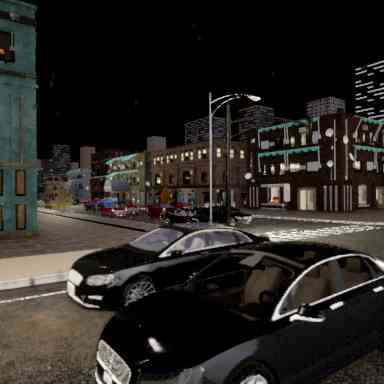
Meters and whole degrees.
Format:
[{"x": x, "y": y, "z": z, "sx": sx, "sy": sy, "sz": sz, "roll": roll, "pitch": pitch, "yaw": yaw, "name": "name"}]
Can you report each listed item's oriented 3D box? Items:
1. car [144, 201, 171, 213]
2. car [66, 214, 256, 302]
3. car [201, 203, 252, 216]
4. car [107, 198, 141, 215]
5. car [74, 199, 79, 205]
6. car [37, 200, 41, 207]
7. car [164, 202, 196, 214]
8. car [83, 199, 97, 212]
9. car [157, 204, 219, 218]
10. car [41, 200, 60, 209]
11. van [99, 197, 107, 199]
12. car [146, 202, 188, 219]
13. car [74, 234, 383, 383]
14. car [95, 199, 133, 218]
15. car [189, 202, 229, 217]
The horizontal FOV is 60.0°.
[{"x": -4.659, "y": 1.966, "z": 44.531, "sx": 1.802, "sy": 1.307, "sz": 4.206, "roll": -1, "pitch": 0, "yaw": -35, "name": "car"}, {"x": -0.216, "y": 1.491, "z": 7.515, "sx": 4.902, "sy": 1.511, "sz": 2.128, "roll": 0, "pitch": 0, "yaw": -35, "name": "car"}, {"x": 2.447, "y": 1.735, "z": 24.495, "sx": 1.812, "sy": 1.442, "sz": 4.674, "roll": -1, "pitch": 0, "yaw": -37, "name": "car"}, {"x": -7.819, "y": 1.765, "z": 38.995, "sx": 2.097, "sy": 1.767, "sz": 4.553, "roll": -1, "pitch": 0, "yaw": -35, "name": "car"}, {"x": -27.049, "y": 2.365, "z": 76.154, "sx": 1.947, "sy": 1.339, "sz": 4.313, "roll": -1, "pitch": 0, "yaw": -35, "name": "car"}, {"x": -30.690, "y": 2.377, "z": 66.793, "sx": 2.008, "sy": 1.369, "sz": 4.403, "roll": -1, "pitch": 0, "yaw": -35, "name": "car"}, {"x": -1.462, "y": 1.904, "z": 40.014, "sx": 1.802, "sy": 1.307, "sz": 4.206, "roll": -2, "pitch": 0, "yaw": -35, "name": "car"}, {"x": -13.798, "y": 2.075, "z": 47.502, "sx": 2.033, "sy": 1.411, "sz": 5.357, "roll": -1, "pitch": 0, "yaw": -35, "name": "car"}, {"x": -0.381, "y": 1.815, "z": 23.774, "sx": 1.947, "sy": 1.339, "sz": 4.313, "roll": -1, "pitch": 0, "yaw": -35, "name": "car"}, {"x": -24.195, "y": 2.234, "z": 57.618, "sx": 1.752, "sy": 1.417, "sz": 4.829, "roll": -1, "pitch": 0, "yaw": -35, "name": "car"}, {"x": -14.260, "y": 1.908, "z": 58.083, "sx": 1.690, "sy": 1.788, "sz": 3.998, "roll": -1, "pitch": 0, "yaw": -35, "name": "van"}, {"x": -2.663, "y": 1.875, "z": 31.710, "sx": 1.994, "sy": 1.385, "sz": 4.181, "roll": -1, "pitch": 0, "yaw": -35, "name": "car"}, {"x": 1.191, "y": 1.504, "z": 4.526, "sx": 4.892, "sy": 1.490, "sz": 1.837, "roll": 0, "pitch": 0, "yaw": -35, "name": "car"}, {"x": -8.303, "y": 1.847, "z": 35.169, "sx": 1.967, "sy": 1.590, "sz": 4.097, "roll": -1, "pitch": 0, "yaw": -35, "name": "car"}, {"x": 1.736, "y": 1.810, "z": 35.496, "sx": 2.008, "sy": 1.369, "sz": 4.403, "roll": -2, "pitch": 0, "yaw": -35, "name": "car"}]
